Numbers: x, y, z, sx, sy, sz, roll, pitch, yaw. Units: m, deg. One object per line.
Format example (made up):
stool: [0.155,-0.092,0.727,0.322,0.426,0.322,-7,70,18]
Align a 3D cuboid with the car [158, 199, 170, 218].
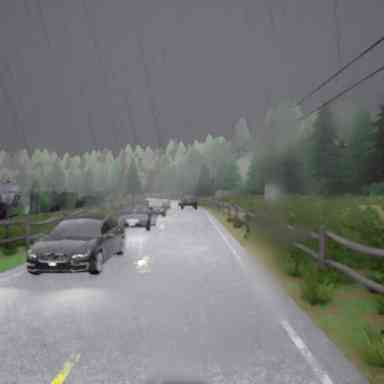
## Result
car: [-3.375,1.582,31.359,1.812,1.442,4.674,0,0,-1]

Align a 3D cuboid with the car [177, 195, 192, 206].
car: [-1.284,1.437,56.036,2.097,1.767,4.553,0,0,-6]

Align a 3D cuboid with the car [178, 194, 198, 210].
car: [-0.458,1.290,45.385,2.150,2.045,5.566,0,0,-3]

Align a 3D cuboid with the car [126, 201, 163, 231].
car: [-3.320,1.533,21.012,2.128,1.511,4.902,0,0,0]

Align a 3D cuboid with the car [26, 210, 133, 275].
car: [-3.399,1.533,10.660,1.837,1.490,4.892,0,0,1]
